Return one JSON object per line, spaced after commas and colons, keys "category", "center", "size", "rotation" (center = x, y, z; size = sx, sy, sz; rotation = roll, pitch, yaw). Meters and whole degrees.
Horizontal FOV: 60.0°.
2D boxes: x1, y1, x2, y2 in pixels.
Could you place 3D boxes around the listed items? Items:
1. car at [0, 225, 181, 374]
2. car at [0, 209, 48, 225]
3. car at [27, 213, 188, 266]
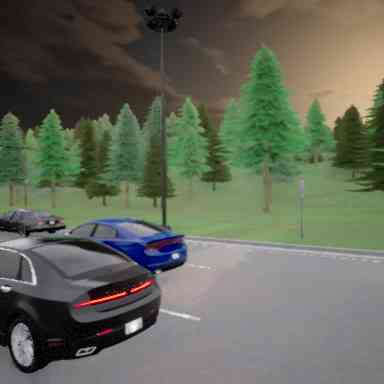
{"category": "car", "center": [-2.748, 1.529, 5.672], "size": [4.892, 1.490, 1.837], "rotation": [-1, -1, 35]}
{"category": "car", "center": [-9.303, 1.645, 18.520], "size": [5.357, 1.411, 2.033], "rotation": [-1, 0, 34]}
{"category": "car", "center": [-2.470, 1.503, 9.780], "size": [5.008, 1.535, 1.882], "rotation": [-1, 0, 34]}
